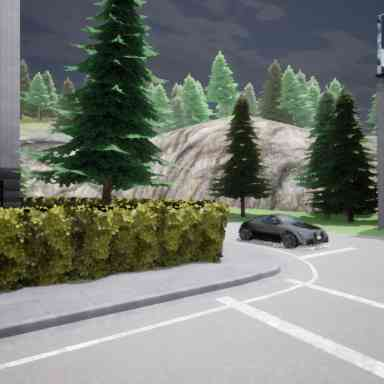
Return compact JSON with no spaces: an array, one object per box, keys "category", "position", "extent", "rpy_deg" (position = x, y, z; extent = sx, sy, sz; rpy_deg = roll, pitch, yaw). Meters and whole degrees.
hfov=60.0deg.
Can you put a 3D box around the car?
[{"category":"car","position":[4.177,1.739,15.640],"extent":[1.994,1.385,4.181],"rpy_deg":[0,0,-37]}]
